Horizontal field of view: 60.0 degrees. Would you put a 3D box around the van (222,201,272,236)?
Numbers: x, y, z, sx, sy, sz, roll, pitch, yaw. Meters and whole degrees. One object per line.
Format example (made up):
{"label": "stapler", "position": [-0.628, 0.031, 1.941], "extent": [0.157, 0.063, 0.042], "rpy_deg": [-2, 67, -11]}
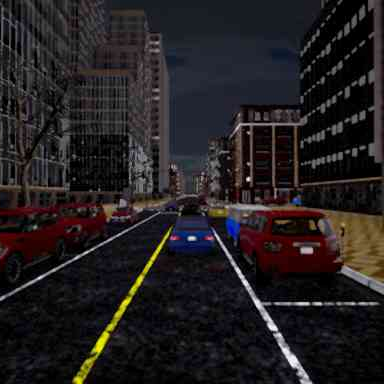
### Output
{"label": "van", "position": [2.553, 1.484, 15.355], "extent": [1.690, 1.788, 3.998], "rpy_deg": [0, -1, 0]}

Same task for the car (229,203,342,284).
{"label": "car", "position": [2.557, 1.407, 9.796], "extent": [2.192, 1.841, 5.009], "rpy_deg": [0, -1, 0]}

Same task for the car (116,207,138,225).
{"label": "car", "position": [-5.335, 1.829, 26.463], "extent": [1.802, 1.307, 4.206], "rpy_deg": [0, -1, 0]}

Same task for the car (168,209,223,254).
{"label": "car", "position": [-0.009, 1.678, 13.989], "extent": [2.033, 1.411, 5.357], "rpy_deg": [0, -1, 0]}

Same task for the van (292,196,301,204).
{"label": "van", "position": [20.925, 1.634, 62.465], "extent": [3.998, 1.788, 1.690], "rpy_deg": [-1, 0, -1]}

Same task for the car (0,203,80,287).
{"label": "car", "position": [-5.324, 1.407, 9.791], "extent": [2.192, 1.841, 5.009], "rpy_deg": [0, -1, 0]}

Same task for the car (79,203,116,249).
{"label": "car", "position": [-5.327, 1.459, 15.349], "extent": [2.192, 1.841, 5.009], "rpy_deg": [0, -1, 0]}

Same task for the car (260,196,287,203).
{"label": "car", "position": [15.270, 1.678, 62.401], "extent": [5.009, 1.841, 2.192], "rpy_deg": [-1, 0, -1]}

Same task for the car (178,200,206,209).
{"label": "car", "position": [-0.017, 1.781, 29.310], "extent": [1.837, 1.490, 4.892], "rpy_deg": [0, 0, 0]}

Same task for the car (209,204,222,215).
{"label": "car", "position": [2.542, 1.826, 32.198], "extent": [1.752, 1.417, 4.829], "rpy_deg": [0, -1, 0]}

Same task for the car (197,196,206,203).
{"label": "car", "position": [2.502, 2.131, 86.845], "extent": [2.192, 1.841, 5.009], "rpy_deg": [0, -1, 0]}

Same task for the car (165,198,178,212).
{"label": "car", "position": [-2.784, 1.984, 46.747], "extent": [2.033, 1.411, 5.357], "rpy_deg": [0, -1, 0]}
